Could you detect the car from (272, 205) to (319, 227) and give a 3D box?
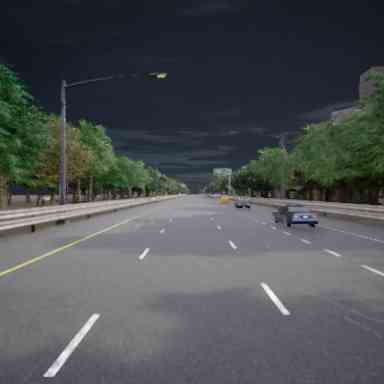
[{"bbox_3d":[7.015,1.610,23.028,2.033,1.411,5.357,0,0,0],"label":"car"}]

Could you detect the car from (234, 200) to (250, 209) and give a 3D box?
[{"bbox_3d":[7.098,1.760,47.800,1.895,1.301,4.718,0,0,0],"label":"car"}]

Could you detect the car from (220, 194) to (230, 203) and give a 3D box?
[{"bbox_3d":[7.262,1.751,74.375,1.882,1.535,5.008,0,0,0],"label":"car"}]
